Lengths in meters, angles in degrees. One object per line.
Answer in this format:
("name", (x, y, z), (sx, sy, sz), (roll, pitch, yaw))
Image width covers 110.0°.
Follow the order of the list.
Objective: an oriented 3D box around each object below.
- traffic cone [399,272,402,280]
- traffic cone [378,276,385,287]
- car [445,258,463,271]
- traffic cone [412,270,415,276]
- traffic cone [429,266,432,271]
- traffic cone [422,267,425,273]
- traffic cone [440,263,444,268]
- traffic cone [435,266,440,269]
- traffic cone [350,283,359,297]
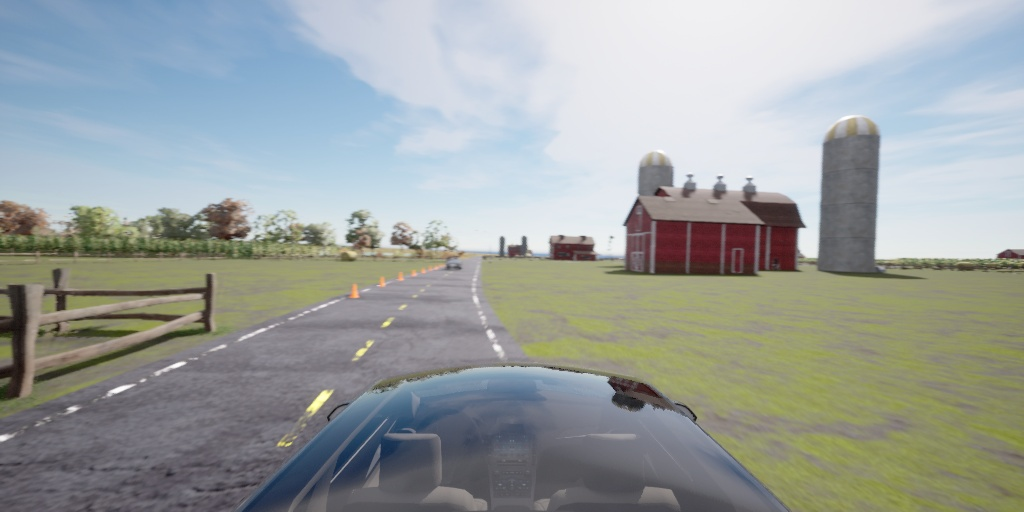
("traffic cone", (-7.959, 1.436, 25.592), (0.340, 0.580, 0.340), (0, 0, -5))
("traffic cone", (-7.459, 1.457, 20.556), (0.340, 0.580, 0.340), (0, 0, -6))
("car", (-7.159, 0.980, 44.488), (2.128, 1.511, 4.902), (2, 0, -5))
("traffic cone", (-8.383, 1.418, 30.579), (0.340, 0.580, 0.340), (0, 0, -5))
("traffic cone", (-9.231, 1.380, 40.543), (0.340, 0.580, 0.340), (0, 0, -5))
("traffic cone", (-8.807, 1.399, 35.561), (0.340, 0.580, 0.340), (0, 0, -5))
("traffic cone", (-10.078, 1.341, 50.507), (0.340, 0.580, 0.340), (0, 0, -5))
("traffic cone", (-9.654, 1.361, 45.524), (0.340, 0.580, 0.340), (0, 0, -5))
("traffic cone", (-6.834, 1.481, 15.534), (0.340, 0.580, 0.340), (0, 0, -8))
